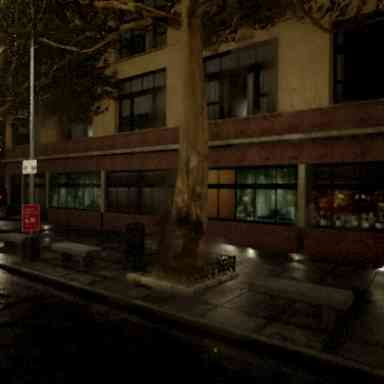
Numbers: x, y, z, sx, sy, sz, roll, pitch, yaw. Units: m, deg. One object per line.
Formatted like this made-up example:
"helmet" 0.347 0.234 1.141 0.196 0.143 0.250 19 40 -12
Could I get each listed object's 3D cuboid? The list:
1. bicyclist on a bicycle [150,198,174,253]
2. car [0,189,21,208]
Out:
"bicyclist on a bicycle" -0.629 0.849 9.012 0.582 1.620 1.656 34 -64 -33
"car" -19.007 0.694 36.747 2.150 2.045 5.566 1 1 35
